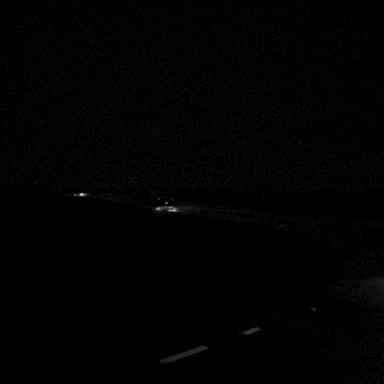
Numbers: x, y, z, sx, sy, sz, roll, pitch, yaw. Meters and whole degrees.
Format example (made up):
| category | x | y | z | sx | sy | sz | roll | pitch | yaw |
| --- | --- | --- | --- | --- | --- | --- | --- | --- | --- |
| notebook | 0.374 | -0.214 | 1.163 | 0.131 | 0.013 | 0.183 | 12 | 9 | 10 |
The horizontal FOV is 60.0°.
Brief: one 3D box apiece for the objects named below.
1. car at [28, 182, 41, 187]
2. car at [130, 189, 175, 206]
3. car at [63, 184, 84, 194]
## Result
| category | x | y | z | sx | sy | sz | roll | pitch | yaw |
| --- | --- | --- | --- | --- | --- | --- | --- | --- | --- |
| car | -39.378 | -1.735 | 84.122 | 1.812 | 1.442 | 4.674 | -1 | 1 | -36 |
| car | -3.647 | 0.424 | 29.670 | 2.033 | 1.411 | 5.357 | -1 | 3 | -36 |
| car | -17.544 | -0.521 | 49.095 | 2.033 | 1.411 | 5.357 | -1 | 3 | -35 |
